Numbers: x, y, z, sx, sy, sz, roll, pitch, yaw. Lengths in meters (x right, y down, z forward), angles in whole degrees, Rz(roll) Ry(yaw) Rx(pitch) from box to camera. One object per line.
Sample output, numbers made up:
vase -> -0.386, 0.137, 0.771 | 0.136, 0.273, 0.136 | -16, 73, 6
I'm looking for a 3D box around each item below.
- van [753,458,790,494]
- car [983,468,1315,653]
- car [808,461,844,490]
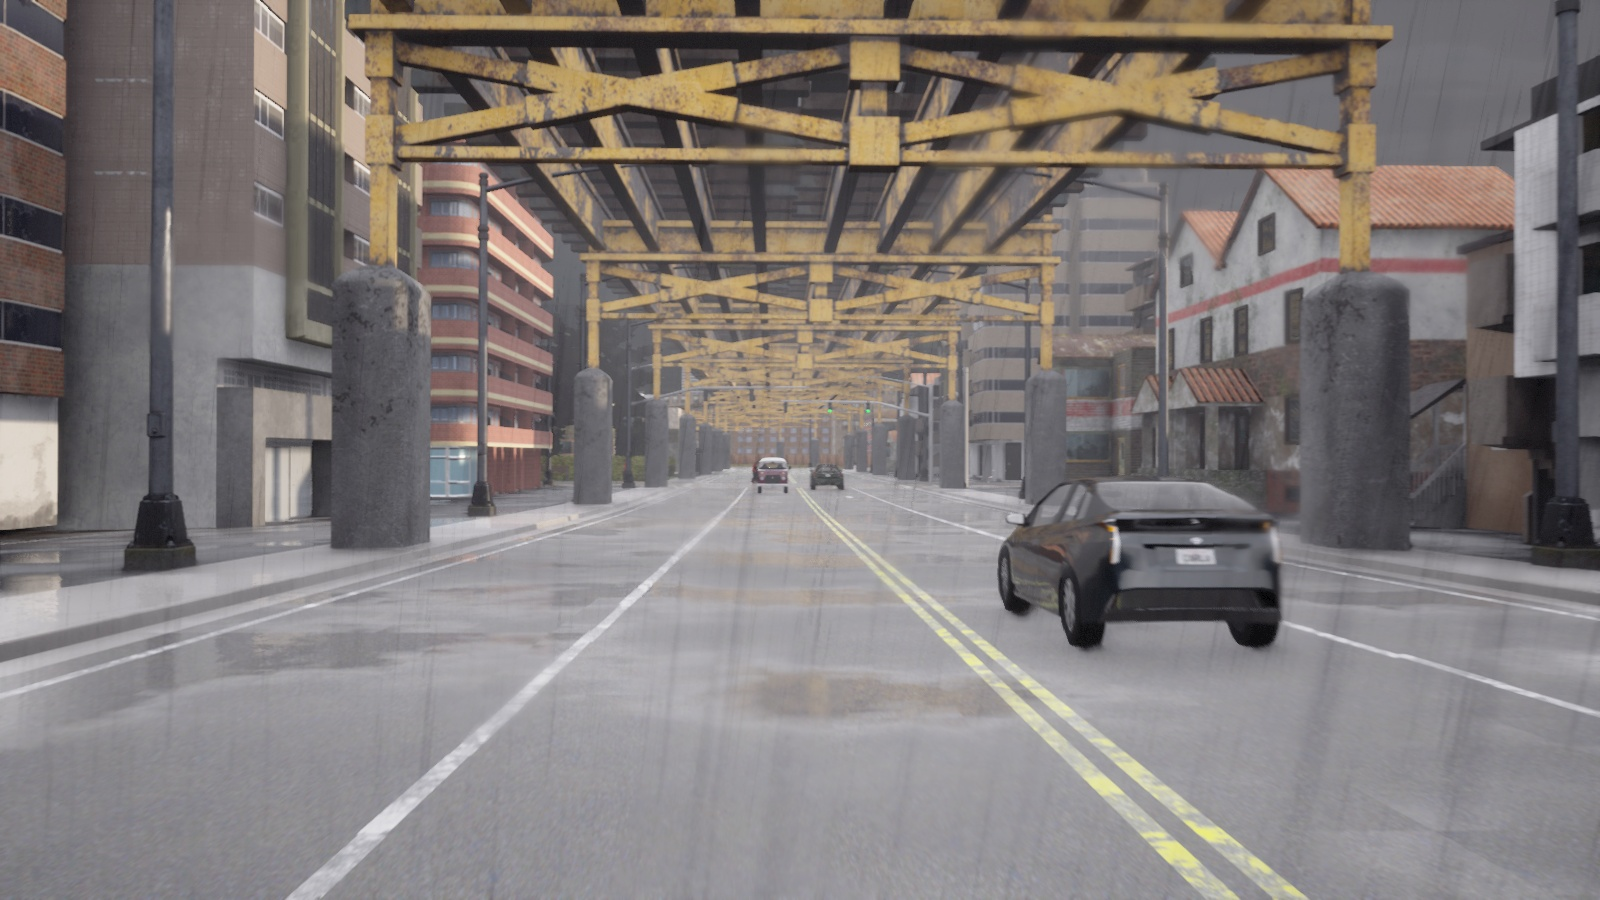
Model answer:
van -> -1.621, 1.469, 72.317 | 2.069, 2.038, 4.480 | 0, 0, -1
car -> 3.233, 0.954, 12.700 | 2.007, 1.525, 4.514 | 0, -1, -1
car -> 1.659, 1.637, 81.808 | 2.097, 1.767, 4.553 | 0, 0, -1
